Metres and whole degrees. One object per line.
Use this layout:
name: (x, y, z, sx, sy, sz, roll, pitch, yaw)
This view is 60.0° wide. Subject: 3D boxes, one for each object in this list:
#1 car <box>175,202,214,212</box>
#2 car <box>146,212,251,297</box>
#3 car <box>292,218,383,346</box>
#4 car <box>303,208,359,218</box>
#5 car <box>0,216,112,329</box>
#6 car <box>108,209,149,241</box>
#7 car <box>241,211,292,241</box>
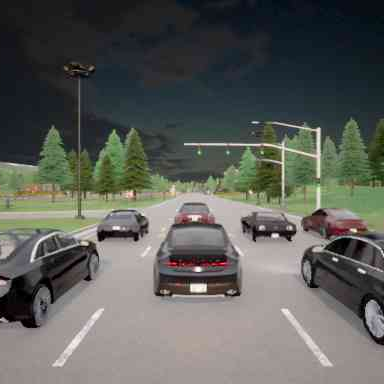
car: (0.138, 1.351, 18.578, 2.097, 1.767, 4.553, 0, 0, 0)
car: (0.119, 1.506, 8.549, 1.837, 1.490, 4.892, 0, 0, 0)
car: (3.614, 1.506, 6.322, 1.837, 1.490, 4.892, 0, 0, 0)
car: (7.135, 1.525, 17.040, 1.812, 1.442, 4.674, 0, 0, 0)
car: (-3.384, 1.492, 6.915, 2.128, 1.511, 4.902, 0, 0, 0)
car: (-3.363, 1.564, 16.808, 1.994, 1.385, 4.181, 0, 0, 0)
car: (3.635, 1.601, 16.689, 1.895, 1.301, 4.718, 0, 0, 0)
